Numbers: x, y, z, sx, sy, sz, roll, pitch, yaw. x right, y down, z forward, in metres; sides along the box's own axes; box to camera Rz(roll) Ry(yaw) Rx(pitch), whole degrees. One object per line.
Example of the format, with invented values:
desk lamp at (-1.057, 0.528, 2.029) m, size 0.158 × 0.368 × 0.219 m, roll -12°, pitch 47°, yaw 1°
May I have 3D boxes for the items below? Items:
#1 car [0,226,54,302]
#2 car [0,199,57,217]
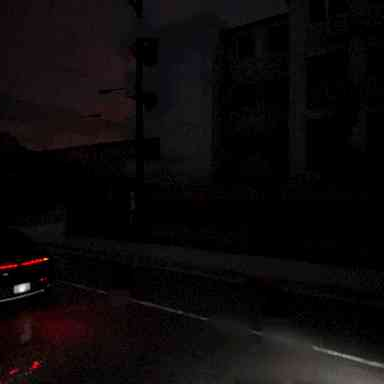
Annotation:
car at (-5.109, 1.506, 7.517) m, size 4.892 × 1.490 × 1.837 m, roll 0°, pitch 0°, yaw 35°
car at (-14.686, 1.314, 29.331) m, size 2.033 × 1.411 × 5.357 m, roll 0°, pitch 1°, yaw 32°
